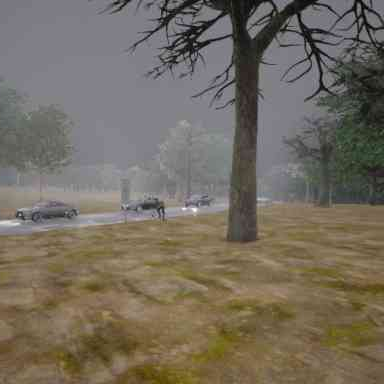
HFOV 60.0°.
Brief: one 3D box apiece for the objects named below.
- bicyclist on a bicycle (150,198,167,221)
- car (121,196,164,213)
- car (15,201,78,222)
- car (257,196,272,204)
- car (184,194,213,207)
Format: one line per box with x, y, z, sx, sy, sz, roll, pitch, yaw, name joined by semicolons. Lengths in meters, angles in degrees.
-2.451;1.288;24.053;1.656;1.620;0.582;0;0;36;bicyclist on a bicycle
-4.677;1.147;32.150;2.128;1.511;4.902;2;2;34;car
-10.453;1.346;24.094;1.994;1.385;4.181;2;2;37;car
12.177;1.284;55.804;1.895;1.301;4.718;1;0;23;car
0.875;1.057;40.921;1.837;1.490;4.892;1;1;31;car
